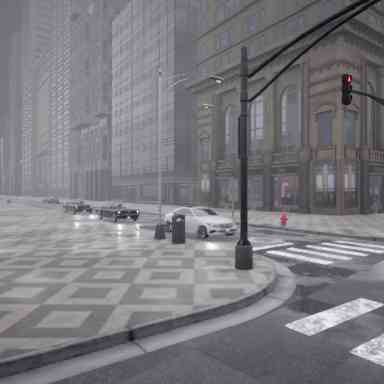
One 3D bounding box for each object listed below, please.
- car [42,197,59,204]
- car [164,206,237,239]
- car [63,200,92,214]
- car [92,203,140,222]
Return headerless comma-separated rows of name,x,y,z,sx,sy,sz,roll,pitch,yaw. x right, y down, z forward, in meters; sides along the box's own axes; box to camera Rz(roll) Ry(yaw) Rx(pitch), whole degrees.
car,-24.684,1.448,57.846,1.895,1.301,4.718,0,0,-35
car,0.273,1.477,17.210,1.812,1.442,4.674,0,0,-36
car,-11.735,1.498,34.128,1.895,1.301,4.718,0,0,-35
car,-5.841,1.523,25.828,1.895,1.301,4.718,0,0,-35
